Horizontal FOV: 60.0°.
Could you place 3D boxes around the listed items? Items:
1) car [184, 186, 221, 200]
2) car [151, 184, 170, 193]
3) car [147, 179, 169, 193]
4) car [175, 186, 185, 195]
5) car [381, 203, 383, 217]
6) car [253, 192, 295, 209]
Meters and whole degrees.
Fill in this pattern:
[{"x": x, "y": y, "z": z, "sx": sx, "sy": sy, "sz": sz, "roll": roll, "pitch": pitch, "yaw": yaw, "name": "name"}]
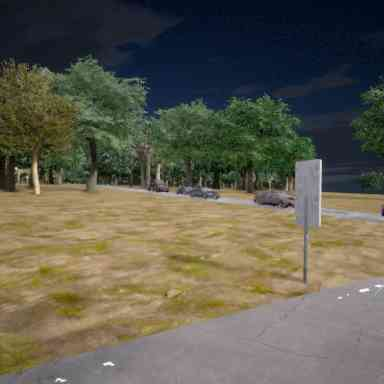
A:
[{"x": 1.486, "y": 0.150, "z": 41.495, "sx": 2.033, "sy": 1.411, "sz": 5.357, "roll": 2, "pitch": 1, "yaw": -29, "name": "car"}, {"x": -5.834, "y": -0.662, "z": 61.321, "sx": 1.994, "sy": 1.385, "sz": 4.181, "roll": 2, "pitch": 2, "yaw": -29, "name": "car"}, {"x": -5.631, "y": -1.099, "z": 54.731, "sx": 2.150, "sy": 2.045, "sz": 5.566, "roll": 2, "pitch": 2, "yaw": -29, "name": "car"}, {"x": -1.072, "y": -0.233, "z": 52.733, "sx": 1.994, "sy": 1.385, "sz": 4.181, "roll": 2, "pitch": 2, "yaw": -28, "name": "car"}, {"x": 13.798, "y": 1.186, "z": 19.368, "sx": 1.882, "sy": 1.535, "sz": 5.008, "roll": 2, "pitch": 2, "yaw": -32, "name": "car"}, {"x": 7.774, "y": 0.715, "z": 29.974, "sx": 2.033, "sy": 1.411, "sz": 5.357, "roll": 2, "pitch": 2, "yaw": -29, "name": "car"}]
